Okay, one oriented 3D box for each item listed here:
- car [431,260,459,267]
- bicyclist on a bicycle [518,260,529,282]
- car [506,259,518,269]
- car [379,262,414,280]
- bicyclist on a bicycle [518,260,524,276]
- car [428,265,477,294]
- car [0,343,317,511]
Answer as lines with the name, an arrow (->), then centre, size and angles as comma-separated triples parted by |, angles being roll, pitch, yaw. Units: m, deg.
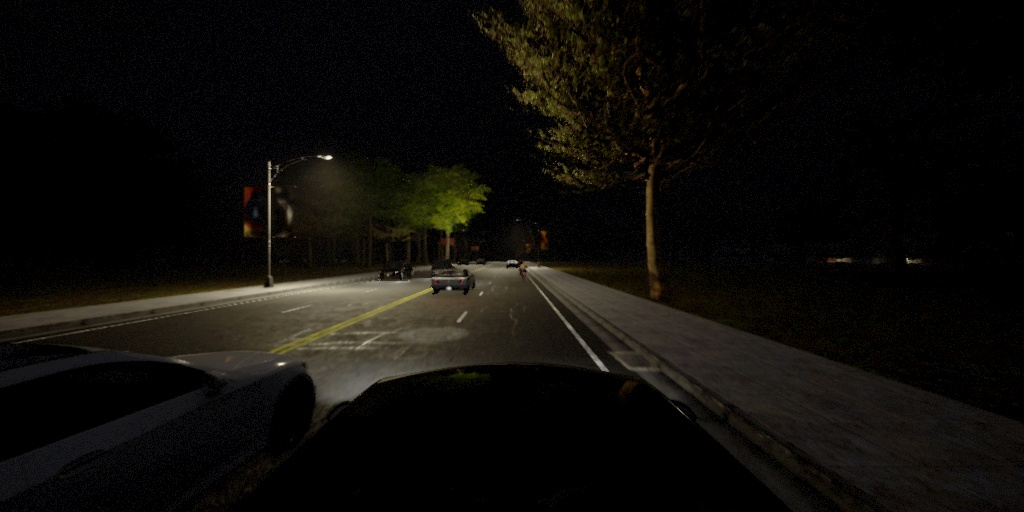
car -> -6.600, 1.275, 34.227 | 1.812, 1.442, 4.674 | 0, 0, 0
bicyclist on a bicycle -> 0.899, 1.184, 27.831 | 0.866, 1.612, 1.509 | 0, 0, 0
car -> 0.043, 1.363, 57.532 | 1.895, 1.301, 4.718 | 0, 0, 1
car -> -9.851, 1.253, 30.878 | 1.837, 1.490, 4.892 | 0, 0, 0
bicyclist on a bicycle -> 0.887, 1.204, 37.519 | 0.582, 1.620, 1.656 | 0, 0, 0
car -> -3.161, 1.347, 20.183 | 1.895, 1.301, 4.718 | 0, 0, 0
car -> -3.150, 1.275, 2.185 | 1.812, 1.442, 4.674 | 0, 0, 0
